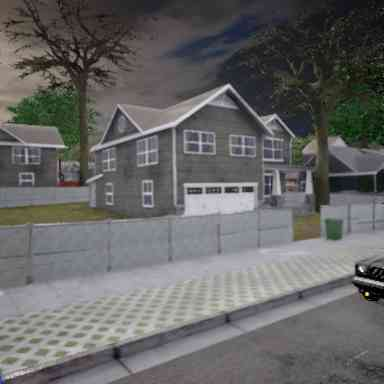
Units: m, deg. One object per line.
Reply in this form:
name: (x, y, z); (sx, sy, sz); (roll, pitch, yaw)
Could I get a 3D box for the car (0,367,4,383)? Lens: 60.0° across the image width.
car: (-3.167, 1.526, 0.708); (5.008, 1.535, 1.882); (-1, 0, -36)

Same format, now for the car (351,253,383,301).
car: (5.359, 1.505, 6.934); (4.718, 1.301, 1.895); (-1, 0, -36)
